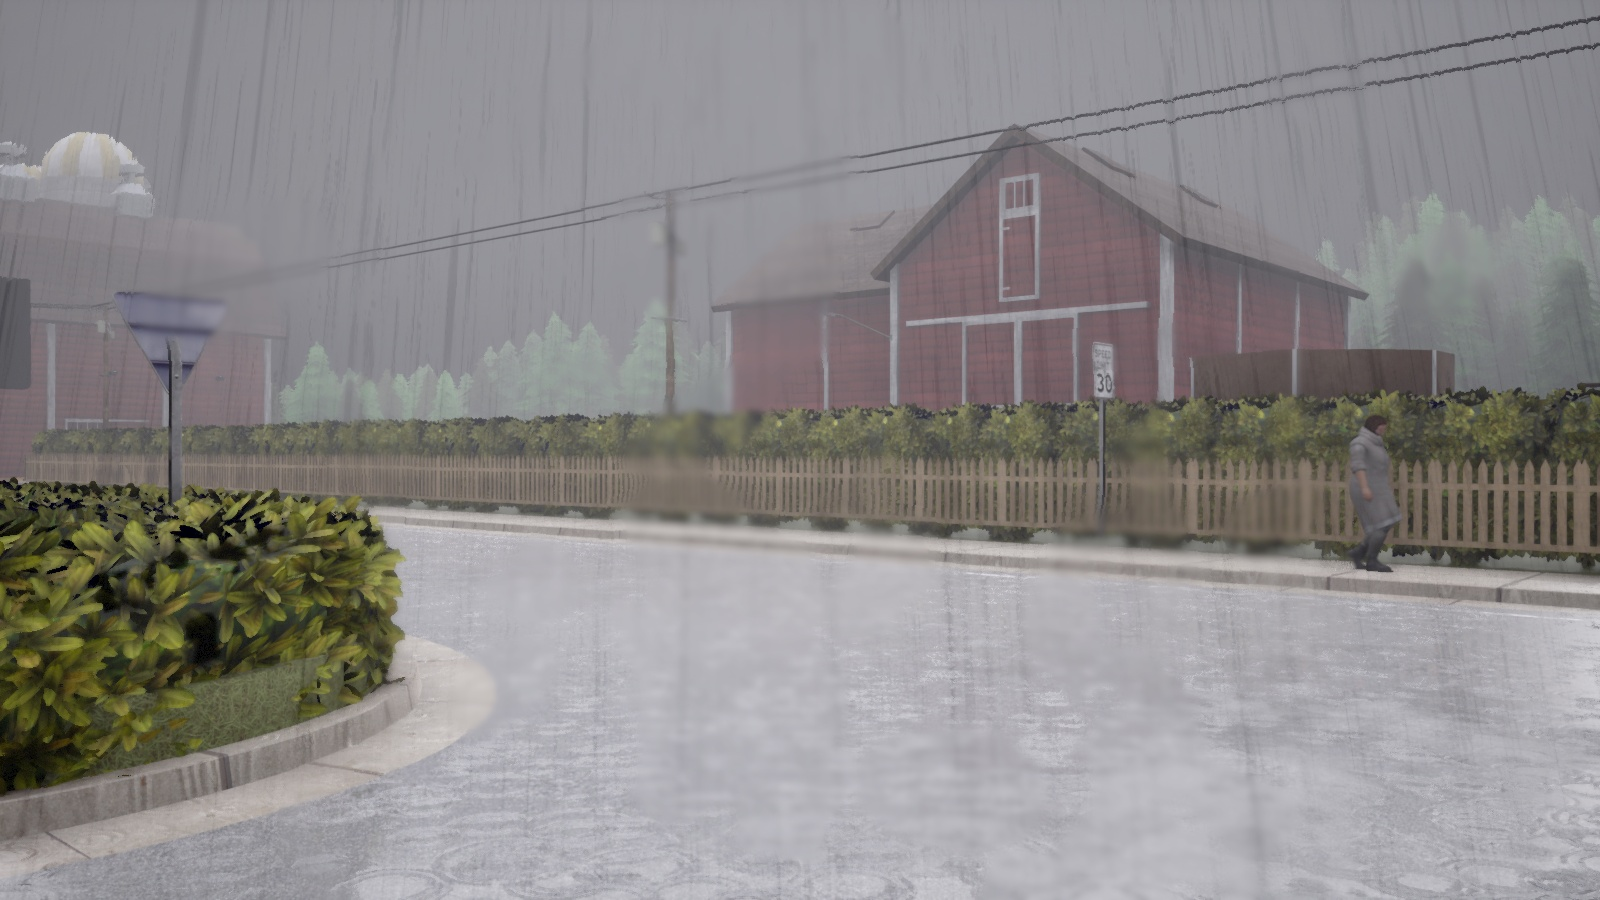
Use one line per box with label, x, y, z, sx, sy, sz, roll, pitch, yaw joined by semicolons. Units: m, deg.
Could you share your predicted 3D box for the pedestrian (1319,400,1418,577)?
pedestrian;6.507;0.421;14.378;0.873;1.952;0.659;0;0;43
